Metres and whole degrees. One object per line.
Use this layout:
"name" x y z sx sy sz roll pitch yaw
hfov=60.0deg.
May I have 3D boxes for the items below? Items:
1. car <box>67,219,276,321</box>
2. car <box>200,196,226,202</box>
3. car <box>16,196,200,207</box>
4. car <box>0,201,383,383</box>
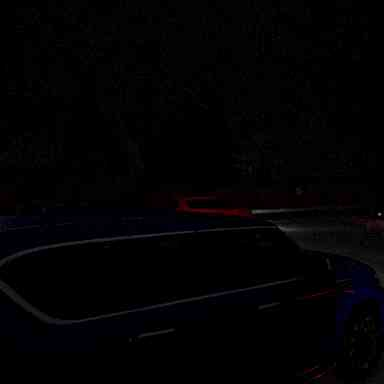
"car" -0.283 1.523 7.865 4.674 1.442 1.812 0 0 -36
"car" 0.774 1.217 17.267 5.566 2.045 2.150 0 0 -36
"car" -2.712 1.219 10.426 5.566 2.045 2.150 0 0 -36
"car" -0.006 1.221 3.750 5.566 2.045 2.150 0 0 -36
